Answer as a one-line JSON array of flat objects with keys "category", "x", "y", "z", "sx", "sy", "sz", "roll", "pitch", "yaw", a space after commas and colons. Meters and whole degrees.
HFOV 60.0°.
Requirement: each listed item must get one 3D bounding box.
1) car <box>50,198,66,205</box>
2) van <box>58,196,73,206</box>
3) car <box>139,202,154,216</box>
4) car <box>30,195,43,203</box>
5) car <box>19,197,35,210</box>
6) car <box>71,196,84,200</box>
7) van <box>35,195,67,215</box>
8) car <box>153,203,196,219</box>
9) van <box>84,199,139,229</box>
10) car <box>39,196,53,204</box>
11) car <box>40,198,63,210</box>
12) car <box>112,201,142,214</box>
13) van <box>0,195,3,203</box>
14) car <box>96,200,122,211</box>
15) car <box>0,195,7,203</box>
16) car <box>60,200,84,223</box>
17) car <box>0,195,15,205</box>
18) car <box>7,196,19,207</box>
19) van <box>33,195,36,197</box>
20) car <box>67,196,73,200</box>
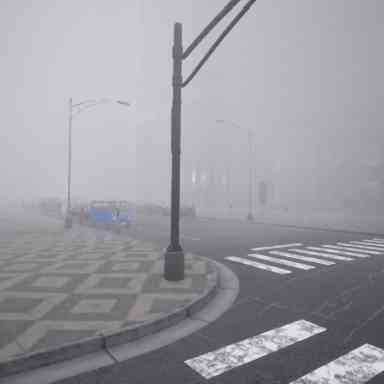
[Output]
[{"category": "car", "x": -26.951, "y": 1.885, "z": 66.783, "sx": 2.008, "sy": 1.369, "sz": 4.403, "roll": 1, "pitch": -1, "yaw": -35}, {"category": "van", "x": -23.758, "y": 1.654, "z": 62.274, "sx": 1.690, "sy": 1.788, "sz": 3.998, "roll": 1, "pitch": -1, "yaw": -35}, {"category": "car", "x": -4.617, "y": 1.730, "z": 35.204, "sx": 1.887, "sy": 1.381, "sz": 4.507, "roll": 1, "pitch": -1, "yaw": -35}, {"category": "car", "x": -39.711, "y": 1.736, "z": 84.830, "sx": 2.192, "sy": 1.841, "sz": 5.009, "roll": 1, "pitch": -1, "yaw": -35}, {"category": "car", "x": -21.177, "y": 1.680, "z": 43.819, "sx": 1.802, "sy": 1.307, "sz": 4.206, "roll": 1, "pitch": -1, "yaw": -35}, {"category": "car", "x": -17.379, "y": 1.815, "z": 53.249, "sx": 1.887, "sy": 1.381, "sz": 4.507, "roll": 1, "pitch": -1, "yaw": -35}, {"category": "van", "x": -14.797, "y": 1.397, "z": 34.797, "sx": 1.690, "sy": 1.788, "sz": 3.998, "roll": 1, "pitch": -1, "yaw": -35}, {"category": "car", "x": -1.427, "y": 1.710, "z": 30.693, "sx": 1.887, "sy": 1.381, "sz": 4.507, "roll": 1, "pitch": -1, "yaw": -35}, {"category": "van", "x": -5.232, "y": 1.335, "z": 21.261, "sx": 1.690, "sy": 1.788, "sz": 3.998, "roll": 1, "pitch": -1, "yaw": -35}, {"category": "car", "x": -33.331, "y": 1.818, "z": 75.806, "sx": 1.967, "sy": 1.590, "sz": 4.097, "roll": 1, "pitch": -1, "yaw": -35}, {"category": "car", "x": -19.687, "y": 1.658, "z": 46.520, "sx": 1.837, "sy": 1.490, "sz": 4.892, "roll": 1, "pitch": -1, "yaw": -35}, {"category": "car", "x": -7.808, "y": 1.751, "z": 39.715, "sx": 1.887, "sy": 1.381, "sz": 4.507, "roll": 1, "pitch": -1, "yaw": -35}, {"category": "van", "x": -46.683, "y": 1.612, "z": 79.917, "sx": 1.690, "sy": 1.788, "sz": 3.998, "roll": 1, "pitch": -1, "yaw": -35}, {"category": "car", "x": -11.096, "y": 1.754, "z": 44.366, "sx": 1.752, "sy": 1.417, "sz": 4.829, "roll": 1, "pitch": -1, "yaw": -35}, {"category": "car", "x": -43.493, "y": 1.564, "z": 75.405, "sx": 2.192, "sy": 1.841, "sz": 5.009, "roll": 1, "pitch": -1, "yaw": -35}, {"category": "car", "x": -8.422, "y": 1.559, "z": 25.771, "sx": 1.887, "sy": 1.381, "sz": 4.507, "roll": 1, "pitch": -1, "yaw": -35}, {"category": "car", "x": -37.021, "y": 1.730, "z": 66.240, "sx": 1.752, "sy": 1.417, "sz": 4.829, "roll": 1, "pitch": -1, "yaw": -35}, {"category": "car", "x": -27.553, "y": 1.692, "z": 52.843, "sx": 2.008, "sy": 1.369, "sz": 4.403, "roll": 1, "pitch": -1, "yaw": -35}, {"category": "van", "x": -36.520, "y": 1.740, "z": 80.318, "sx": 1.690, "sy": 1.788, "sz": 3.998, "roll": 1, "pitch": -1, "yaw": -35}, {"category": "car", "x": -20.568, "y": 1.607, "z": 57.763, "sx": 2.192, "sy": 1.841, "sz": 5.009, "roll": 1, "pitch": -1, "yaw": -35}]
